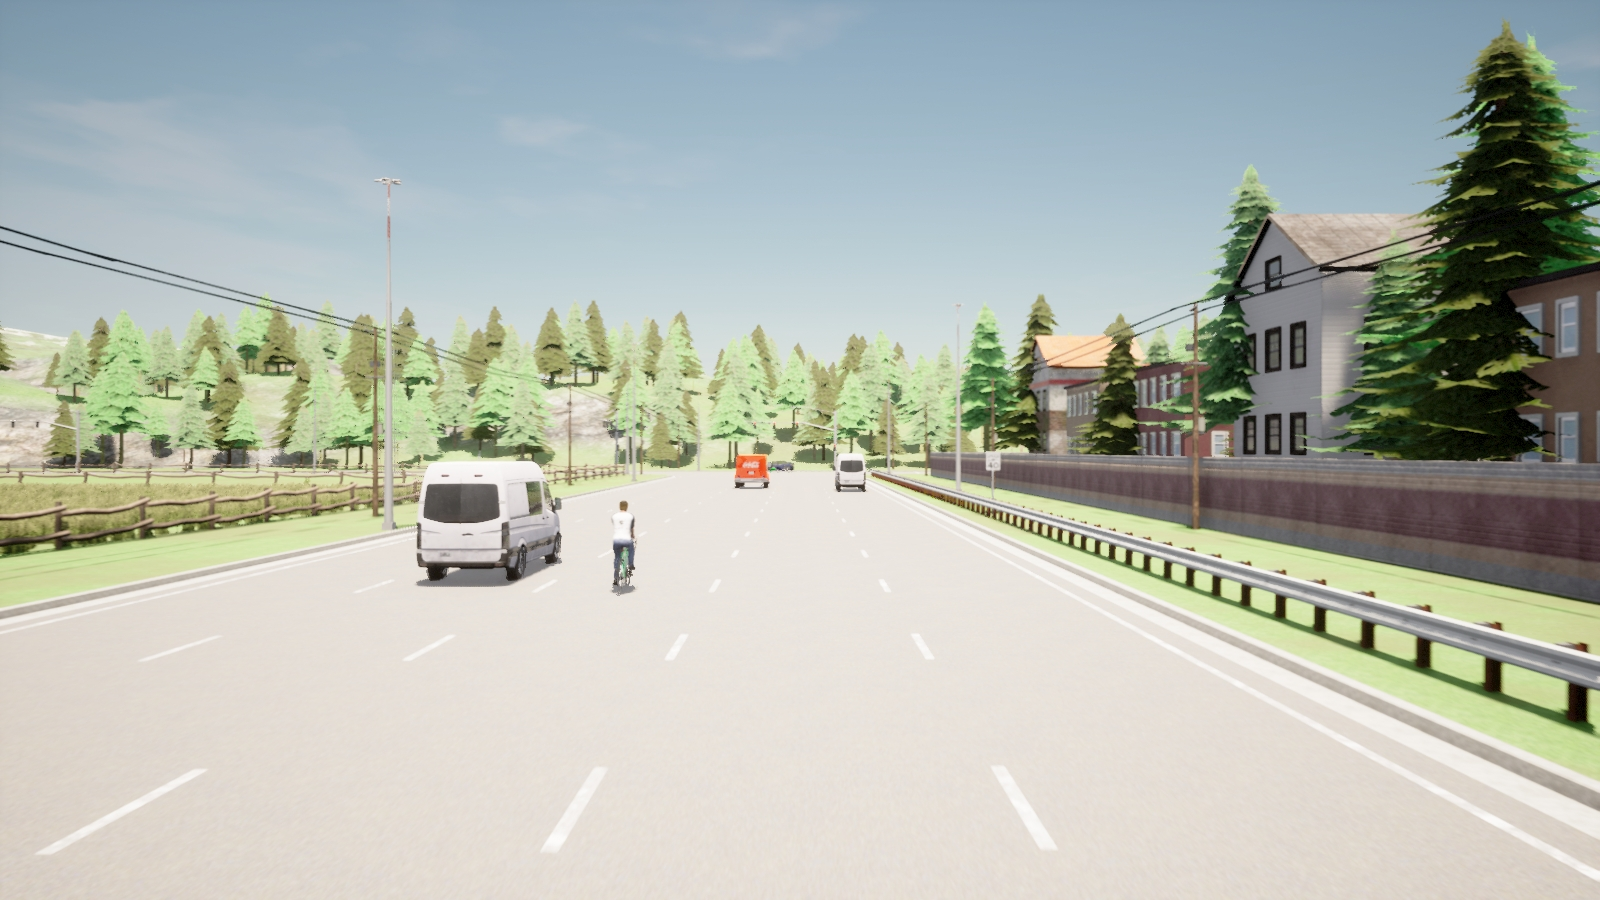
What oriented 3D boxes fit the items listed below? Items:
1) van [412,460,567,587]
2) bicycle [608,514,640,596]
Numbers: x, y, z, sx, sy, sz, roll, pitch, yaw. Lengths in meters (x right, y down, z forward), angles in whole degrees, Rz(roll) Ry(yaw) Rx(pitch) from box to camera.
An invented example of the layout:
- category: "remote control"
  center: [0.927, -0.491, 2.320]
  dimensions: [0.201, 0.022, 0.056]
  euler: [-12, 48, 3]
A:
- category: "van"
  center: [-6.999, 1.534, 26.479]
  dimensions: [1.988, 2.561, 5.915]
  euler: [0, 0, 0]
- category: "bicycle"
  center: [-3.502, 2.056, 22.794]
  dimensions: [0.373, 1.496, 1.643]
  euler: [0, 0, 0]
